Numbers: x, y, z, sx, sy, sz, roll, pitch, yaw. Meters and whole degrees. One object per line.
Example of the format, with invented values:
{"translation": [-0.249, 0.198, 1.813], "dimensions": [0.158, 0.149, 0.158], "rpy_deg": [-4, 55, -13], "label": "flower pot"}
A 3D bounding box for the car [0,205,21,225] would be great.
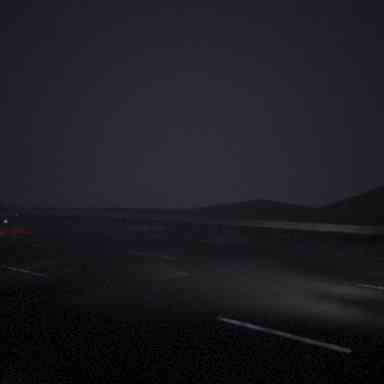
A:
{"translation": [-13.131, 1.468, 21.015], "dimensions": [4.718, 1.301, 1.895], "rpy_deg": [0, 1, 28], "label": "car"}
